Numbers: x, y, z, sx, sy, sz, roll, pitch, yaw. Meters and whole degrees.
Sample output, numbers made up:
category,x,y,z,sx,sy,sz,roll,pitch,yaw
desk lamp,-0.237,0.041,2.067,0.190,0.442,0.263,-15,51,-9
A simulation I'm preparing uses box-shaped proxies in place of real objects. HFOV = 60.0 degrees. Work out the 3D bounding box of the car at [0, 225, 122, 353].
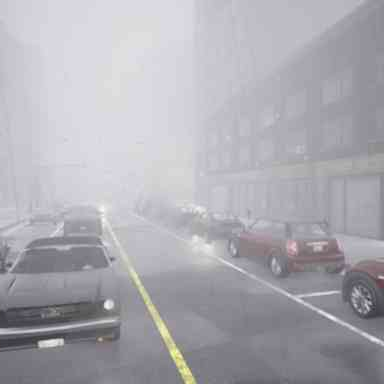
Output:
category,x,y,z,sx,sy,sz,roll,pitch,yaw
car,-2.426,1.601,6.314,1.895,1.301,4.718,0,0,-17

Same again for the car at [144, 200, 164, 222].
category,x,y,z,sx,sy,sz,roll,pitch,yaw
car,-2.216,1.565,26.093,1.947,1.339,4.313,0,0,-17

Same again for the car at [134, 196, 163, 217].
category,x,y,z,sx,sy,sz,roll,pitch,yaw
car,-3.826,1.314,31.378,2.192,1.841,5.009,0,0,-17

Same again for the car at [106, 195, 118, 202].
category,x,y,z,sx,sy,sz,roll,pitch,yaw
car,-18.504,1.465,78.562,1.967,1.590,4.097,0,0,-18

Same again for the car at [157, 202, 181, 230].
category,x,y,z,sx,sy,sz,roll,pitch,yaw
car,-0.606,1.550,20.810,2.008,1.369,4.403,0,0,-17

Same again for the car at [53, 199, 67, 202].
category,x,y,z,sx,sy,sz,roll,pitch,yaw
car,-11.980,1.566,28.886,1.947,1.339,4.313,0,0,-17

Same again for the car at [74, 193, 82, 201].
category,x,y,z,sx,sy,sz,roll,pitch,yaw
car,-30.138,1.478,86.650,1.967,1.590,4.097,0,0,-18

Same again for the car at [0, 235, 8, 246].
category,x,y,z,sx,sy,sz,roll,pitch,yaw
car,-5.538,1.566,7.745,1.947,1.339,4.313,0,0,-17

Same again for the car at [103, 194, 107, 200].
category,x,y,z,sx,sy,sz,roll,pitch,yaw
car,-22.037,1.619,89.306,1.802,1.307,4.206,0,0,-18

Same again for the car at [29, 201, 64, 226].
category,x,y,z,sx,sy,sz,roll,pitch,yaw
car,-10.370,1.582,23.601,1.802,1.307,4.206,0,0,-17

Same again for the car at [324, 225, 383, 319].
category,x,y,z,sx,sy,sz,roll,pitch,yaw
car,4.224,1.439,4.959,1.967,1.590,4.097,0,0,-17

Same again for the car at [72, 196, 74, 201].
category,x,y,z,sx,sy,sz,roll,pitch,yaw
car,-13.591,1.440,34.171,1.967,1.590,4.097,0,0,-17

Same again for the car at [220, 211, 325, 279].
category,x,y,z,sx,sy,sz,roll,pitch,yaw
car,2.614,1.439,10.242,1.967,1.590,4.097,0,0,-17

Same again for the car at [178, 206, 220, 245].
category,x,y,z,sx,sy,sz,roll,pitch,yaw
car,1.004,1.550,15.526,2.008,1.369,4.403,0,0,-17

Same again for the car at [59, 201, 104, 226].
category,x,y,z,sx,sy,sz,roll,pitch,yaw
car,-6.018,1.477,18.481,1.882,1.535,5.008,0,0,-17
